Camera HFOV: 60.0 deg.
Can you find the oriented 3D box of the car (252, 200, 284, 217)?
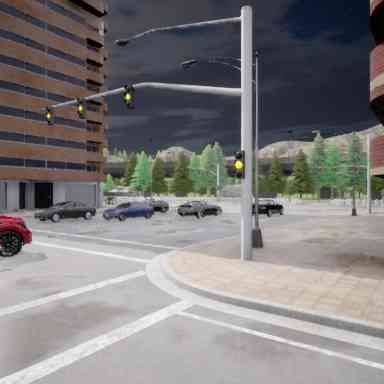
[{"bbox_3d":[7.151,1.478,31.720,1.882,1.535,5.008,0,0,36],"label":"car"}]

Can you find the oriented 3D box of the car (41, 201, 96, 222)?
[{"bbox_3d":[-9.918,1.505,26.322,1.837,1.490,4.892,0,0,36],"label":"car"}]

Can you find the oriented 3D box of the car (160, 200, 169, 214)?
[{"bbox_3d":[-4.431,1.492,33.860,2.128,1.511,4.902,0,0,36],"label":"car"}]

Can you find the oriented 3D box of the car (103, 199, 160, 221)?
[{"bbox_3d":[-5.059,1.526,27.060,1.812,1.442,4.674,0,0,36],"label":"car"}]

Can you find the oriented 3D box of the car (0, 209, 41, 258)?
[{"bbox_3d":[-8.123,1.221,10.542,2.150,2.045,5.566,0,0,36],"label":"car"}]

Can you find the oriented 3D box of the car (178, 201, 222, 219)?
[{"bbox_3d":[0.765,1.491,28.837,2.128,1.511,4.902,0,0,36],"label":"car"}]
